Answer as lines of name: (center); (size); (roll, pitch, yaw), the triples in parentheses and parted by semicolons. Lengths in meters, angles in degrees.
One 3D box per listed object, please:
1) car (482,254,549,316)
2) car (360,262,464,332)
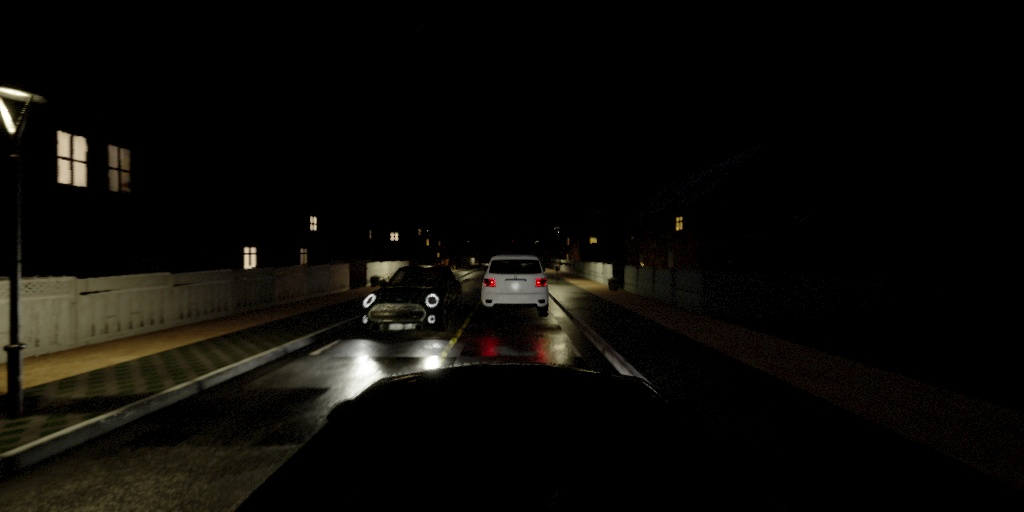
car: (0.104, 0.968, 13.416); (2.150, 2.045, 5.566); (0, 0, 0)
car: (-2.762, 1.099, 10.822); (2.097, 1.767, 4.553); (0, 0, 0)
